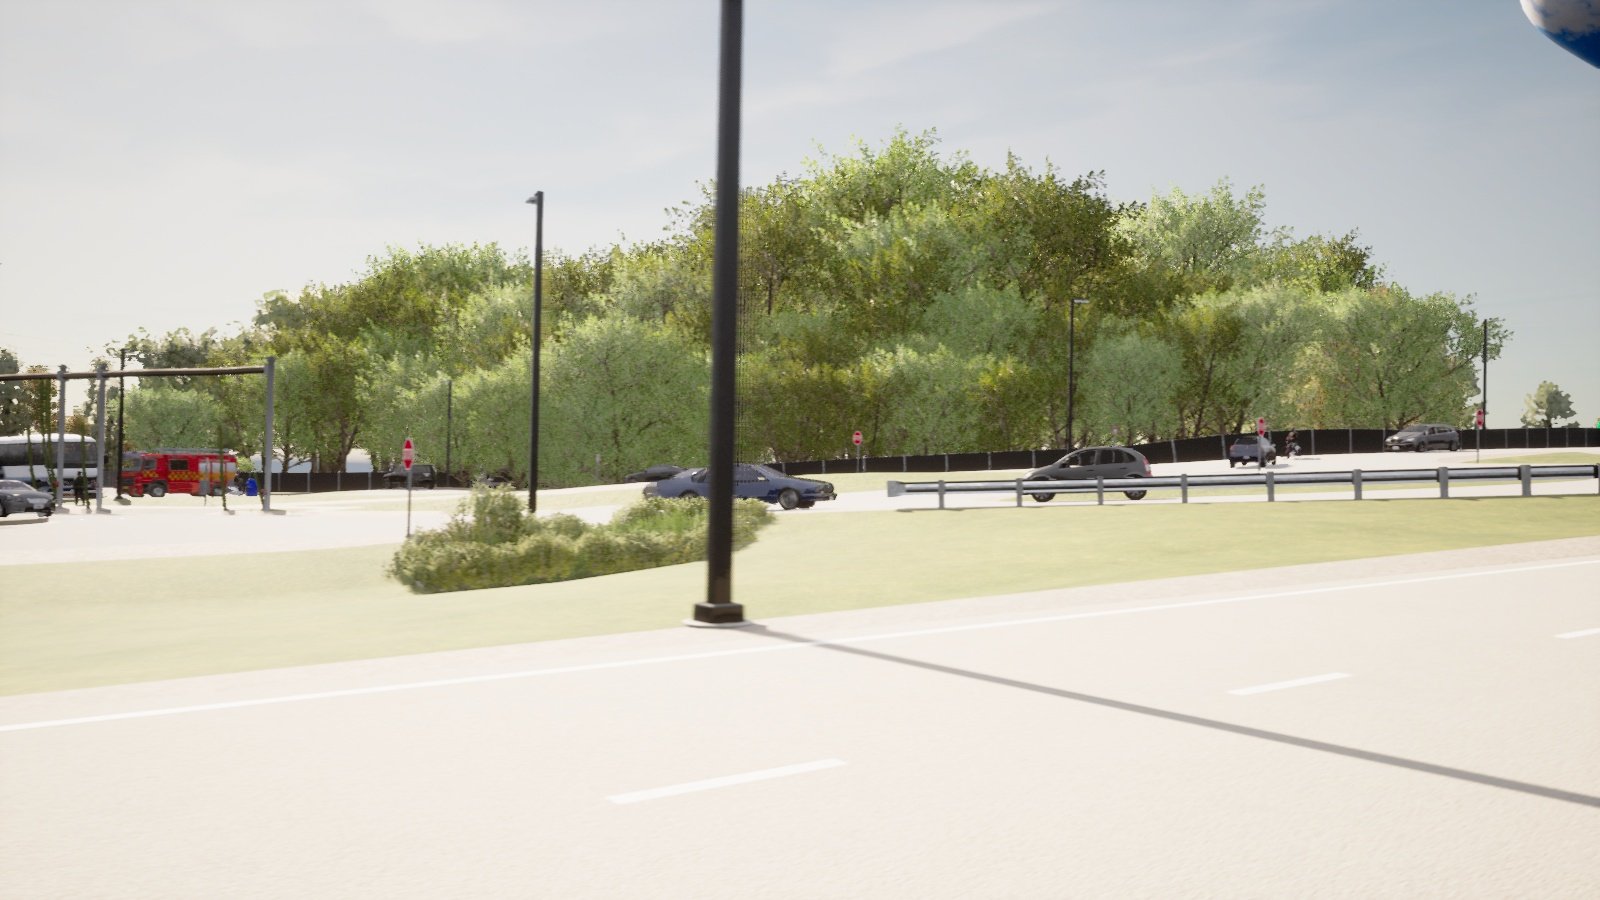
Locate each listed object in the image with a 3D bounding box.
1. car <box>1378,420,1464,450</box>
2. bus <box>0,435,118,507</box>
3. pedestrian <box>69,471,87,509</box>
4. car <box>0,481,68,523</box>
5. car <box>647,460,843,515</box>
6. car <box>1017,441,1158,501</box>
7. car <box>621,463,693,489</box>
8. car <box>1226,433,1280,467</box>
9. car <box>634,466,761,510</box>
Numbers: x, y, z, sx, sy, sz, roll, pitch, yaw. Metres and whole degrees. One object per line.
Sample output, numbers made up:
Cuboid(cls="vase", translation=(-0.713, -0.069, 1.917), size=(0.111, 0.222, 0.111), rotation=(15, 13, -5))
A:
Cuboid(cls="car", translation=(37.004, -0.914, 74.798), size=(4.611, 1.667, 2.242), rotation=(-2, 1, -27))
Cuboid(cls="bus", translation=(-47.549, 1.335, 79.368), size=(10.273, 4.253, 3.944), rotation=(-1, 0, 38))
Cuboid(cls="pedestrian", translation=(-37.580, 2.091, 65.362), size=(0.788, 1.949, 0.423), rotation=(0, -1, 30))
Cuboid(cls="car", translation=(-30.230, 1.967, 47.560), size=(4.902, 1.511, 2.128), rotation=(-2, -2, 29))
Cuboid(cls="car", translation=(-1.599, 1.103, 36.944), size=(5.357, 1.411, 2.033), rotation=(-2, -2, 16))
Cuboid(cls="car", translation=(8.644, 0.654, 37.832), size=(3.988, 1.617, 1.851), rotation=(-2, -2, 14))
Cuboid(cls="car", translation=(-10.055, 1.817, 88.318), size=(4.674, 1.442, 1.812), rotation=(-4, -1, 7))
Cuboid(cls="car", translation=(22.119, -0.023, 61.229), size=(1.845, 1.501, 3.633), rotation=(-1, 2, 30))
Cuboid(cls="car", translation=(-3.752, 1.353, 46.195), size=(4.181, 1.385, 1.994), rotation=(-2, 1, -29))
